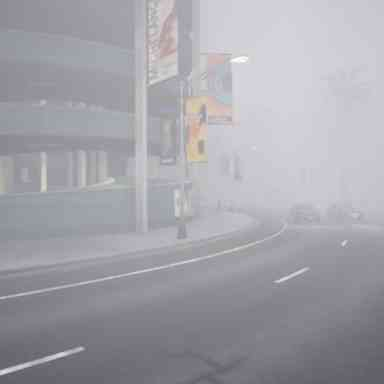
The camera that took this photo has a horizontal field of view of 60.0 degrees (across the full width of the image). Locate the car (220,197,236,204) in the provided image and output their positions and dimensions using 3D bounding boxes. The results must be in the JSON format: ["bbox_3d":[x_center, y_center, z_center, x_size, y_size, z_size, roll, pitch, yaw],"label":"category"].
[{"bbox_3d":[8.078,1.978,75.633,2.231,1.521,4.892,0,0,-25],"label":"car"}]

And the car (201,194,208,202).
[{"bbox_3d":[1.178,1.352,66.626,2.150,2.045,5.566,0,0,-25],"label":"car"}]

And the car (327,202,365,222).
[{"bbox_3d":[12.572,1.619,27.534,2.128,1.511,4.902,0,0,7],"label":"car"}]

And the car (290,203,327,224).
[{"bbox_3d":[8.828,1.643,26.030,1.837,1.490,4.892,0,0,10],"label":"car"}]
